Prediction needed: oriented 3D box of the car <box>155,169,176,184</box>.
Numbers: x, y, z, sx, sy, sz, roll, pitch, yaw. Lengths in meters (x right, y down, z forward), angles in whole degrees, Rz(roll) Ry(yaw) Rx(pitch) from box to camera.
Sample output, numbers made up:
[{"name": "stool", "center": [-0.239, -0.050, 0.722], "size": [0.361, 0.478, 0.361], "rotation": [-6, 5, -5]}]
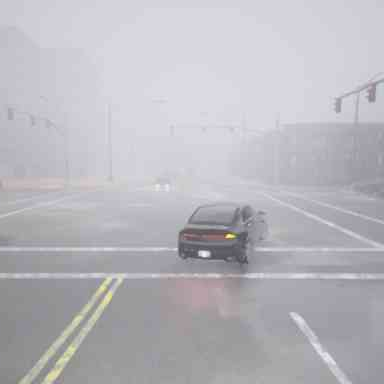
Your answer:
[{"name": "car", "center": [-3.596, -1.834, 43.229], "size": [2.033, 1.411, 5.357], "rotation": [0, 5, 0]}]

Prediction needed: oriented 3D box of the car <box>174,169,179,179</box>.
[{"name": "car", "center": [-3.566, -2.936, 53.451], "size": [2.097, 1.767, 4.553], "rotation": [0, 5, 0]}]

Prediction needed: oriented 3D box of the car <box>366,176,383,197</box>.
[{"name": "car", "center": [16.643, -0.243, 25.263], "size": [5.357, 1.411, 2.033], "rotation": [0, 5, 2]}]

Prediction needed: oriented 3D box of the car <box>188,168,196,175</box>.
[{"name": "car", "center": [0.002, -4.437, 72.084], "size": [1.837, 1.490, 4.892], "rotation": [0, 5, 0]}]

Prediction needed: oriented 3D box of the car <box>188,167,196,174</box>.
[{"name": "car", "center": [0.002, -5.390, 83.115], "size": [1.812, 1.442, 4.674], "rotation": [0, 5, 0]}]

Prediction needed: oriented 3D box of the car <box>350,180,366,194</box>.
[{"name": "car", "center": [16.275, -0.607, 28.743], "size": [4.902, 1.511, 2.128], "rotation": [0, 5, 0]}]

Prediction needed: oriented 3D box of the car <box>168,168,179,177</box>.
[{"name": "car", "center": [-3.499, -3.717, 63.700], "size": [1.882, 1.535, 5.008], "rotation": [0, 5, 0]}]

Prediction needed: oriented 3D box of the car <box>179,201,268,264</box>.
[{"name": "car", "center": [1.106, 1.039, 10.384], "size": [1.837, 1.490, 4.892], "rotation": [0, 5, 20]}]
